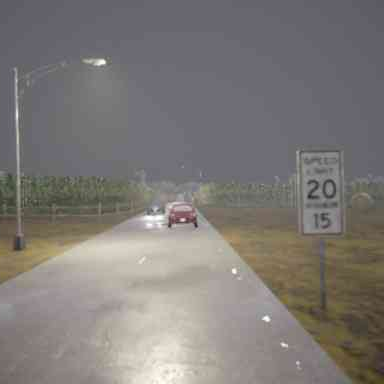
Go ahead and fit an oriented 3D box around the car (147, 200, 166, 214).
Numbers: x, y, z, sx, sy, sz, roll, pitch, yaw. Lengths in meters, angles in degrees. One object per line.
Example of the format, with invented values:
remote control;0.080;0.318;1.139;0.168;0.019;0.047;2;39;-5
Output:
car;-3.810;1.604;36.457;2.128;1.511;4.902;-1;0;-2

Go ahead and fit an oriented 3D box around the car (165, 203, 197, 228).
car;-0.627;1.512;22.247;1.812;1.442;4.674;-1;0;-2
